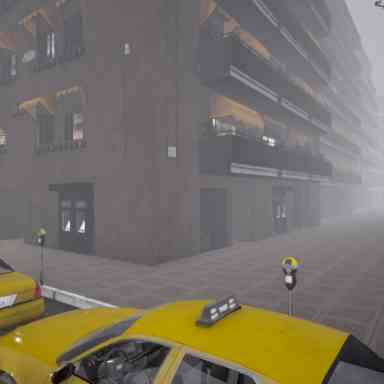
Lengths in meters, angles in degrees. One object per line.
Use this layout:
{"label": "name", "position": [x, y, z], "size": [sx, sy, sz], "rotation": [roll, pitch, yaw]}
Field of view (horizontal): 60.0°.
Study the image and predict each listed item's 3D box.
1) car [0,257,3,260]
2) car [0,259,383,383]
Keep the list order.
{"label": "car", "position": [-4.591, 1.527, 6.009], "size": [4.829, 1.417, 1.752], "rotation": [0, 0, 36]}
{"label": "car", "position": [-0.003, 1.526, 2.728], "size": [4.829, 1.417, 1.752], "rotation": [0, 0, 36]}
